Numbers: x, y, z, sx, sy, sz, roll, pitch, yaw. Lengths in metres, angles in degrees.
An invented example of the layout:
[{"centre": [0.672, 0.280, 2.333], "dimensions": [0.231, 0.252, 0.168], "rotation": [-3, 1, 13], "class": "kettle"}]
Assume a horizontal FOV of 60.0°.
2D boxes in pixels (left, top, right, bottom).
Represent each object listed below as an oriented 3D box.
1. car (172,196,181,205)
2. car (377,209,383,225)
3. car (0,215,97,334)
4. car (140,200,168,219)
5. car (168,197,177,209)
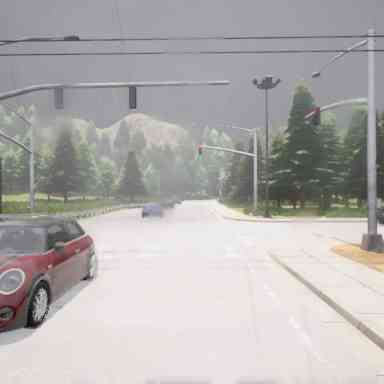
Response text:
[{"centre": [-3.209, 1.532, 64.044], "dimensions": [2.097, 1.767, 4.553], "rotation": [0, 0, 2], "class": "car"}, {"centre": [14.611, 1.361, 22.105], "dimensions": [4.553, 1.767, 2.097], "rotation": [0, 0, 1], "class": "car"}, {"centre": [-3.593, 1.389, 7.034], "dimensions": [2.097, 1.767, 4.553], "rotation": [0, 0, 0], "class": "car"}, {"centre": [-3.559, 1.626, 30.996], "dimensions": [1.812, 1.442, 4.674], "rotation": [0, 0, 0], "class": "car"}, {"centre": [-3.519, 1.741, 47.148], "dimensions": [1.895, 1.301, 4.718], "rotation": [0, 0, 0], "class": "car"}]
